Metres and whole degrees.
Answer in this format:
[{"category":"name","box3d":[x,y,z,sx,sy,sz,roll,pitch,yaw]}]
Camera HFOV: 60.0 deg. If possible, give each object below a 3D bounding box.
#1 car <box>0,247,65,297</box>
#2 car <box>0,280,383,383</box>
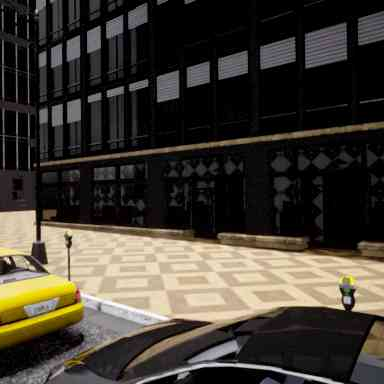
[{"category":"car","box3d":[-3.911,1.527,5.840,4.829,1.417,1.752,0,-1,35]},{"category":"car","box3d":[0.725,1.566,2.329,4.313,1.339,1.947,0,-1,35]}]
